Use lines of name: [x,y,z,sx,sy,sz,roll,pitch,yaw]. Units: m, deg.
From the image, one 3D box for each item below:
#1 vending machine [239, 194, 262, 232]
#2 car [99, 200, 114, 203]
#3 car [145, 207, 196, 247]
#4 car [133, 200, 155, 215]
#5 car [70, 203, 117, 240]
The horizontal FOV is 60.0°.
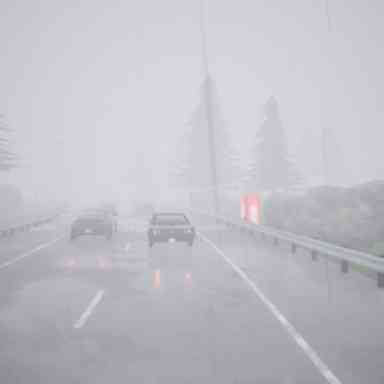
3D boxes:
vending machine: [3.306,1.157,18.850,1.100,2.100,0.880,0,0,-9]
car: [-8.483,1.500,33.112,1.812,1.442,4.674,0,0,-16]
car: [-1.063,1.581,15.101,1.895,1.301,4.718,0,0,-7]
car: [-4.800,1.489,32.961,1.812,1.442,4.674,0,0,-15]
car: [-4.855,1.514,16.813,1.812,1.442,4.674,0,0,-8]
